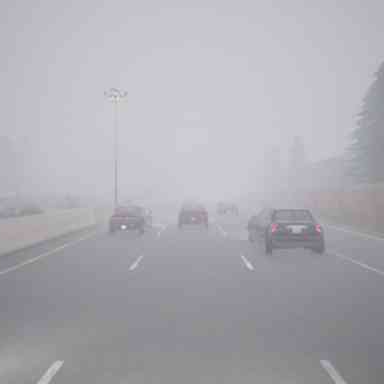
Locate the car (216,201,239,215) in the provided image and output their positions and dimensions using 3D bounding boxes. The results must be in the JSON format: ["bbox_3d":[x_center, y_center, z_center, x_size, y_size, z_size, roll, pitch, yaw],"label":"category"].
[{"bbox_3d":[3.494,1.575,33.601,1.895,1.301,4.718,0,0,0],"label":"car"}]

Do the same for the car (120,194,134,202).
[{"bbox_3d":[-13.480,1.223,69.276,2.097,1.767,4.553,0,0,1],"label":"car"}]

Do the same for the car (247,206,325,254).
[{"bbox_3d":[3.589,1.341,13.517,2.097,1.767,4.553,0,0,0],"label":"car"}]

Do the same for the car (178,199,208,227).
[{"bbox_3d":[0.070,1.461,22.389,1.882,1.535,5.008,0,0,0],"label":"car"}]

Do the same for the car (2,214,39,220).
[{"bbox_3d":[-14.147,1.508,27.589,1.812,1.442,4.674,0,0,0],"label":"car"}]

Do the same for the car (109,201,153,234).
[{"bbox_3d":[-3.416,1.491,19.027,1.837,1.490,4.892,0,0,0],"label":"car"}]

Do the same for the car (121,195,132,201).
[{"bbox_3d":[-10.271,1.561,56.696,1.895,1.301,4.718,0,0,2],"label":"car"}]
